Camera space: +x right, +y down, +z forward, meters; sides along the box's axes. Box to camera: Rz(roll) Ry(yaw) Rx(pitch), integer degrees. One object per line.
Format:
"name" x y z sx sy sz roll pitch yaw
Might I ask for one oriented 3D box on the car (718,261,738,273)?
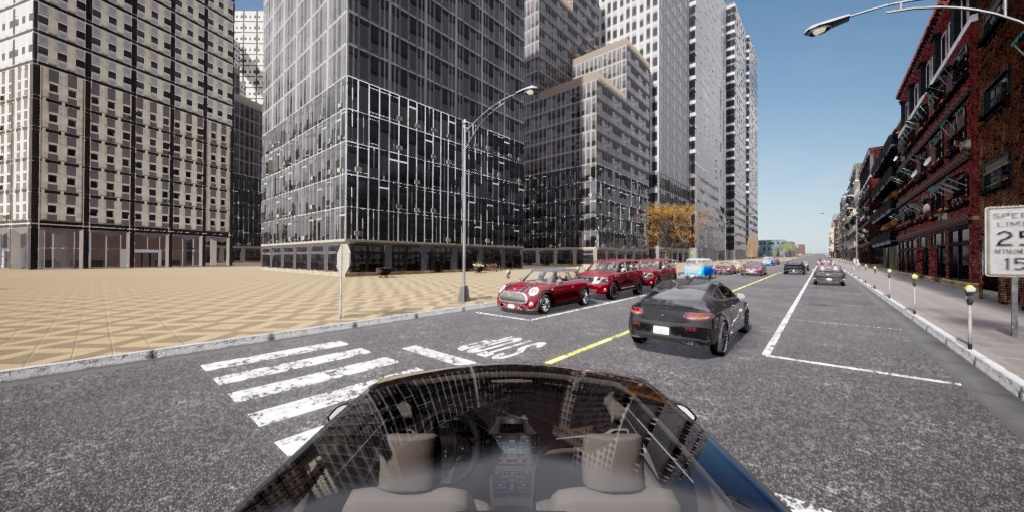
"car" 23.465 1.331 39.377 1.802 1.307 4.207 0 0 41

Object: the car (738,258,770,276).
"car" 25.196 1.275 37.269 1.812 1.442 4.674 0 0 41

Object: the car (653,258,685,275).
"car" 8.670 1.070 22.311 2.192 1.841 5.009 0 0 41

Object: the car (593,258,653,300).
"car" 4.971 1.069 18.044 2.192 1.841 5.009 0 0 41

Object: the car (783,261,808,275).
"car" 31.163 1.250 39.437 1.837 1.490 4.892 0 0 41

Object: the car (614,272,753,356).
"car" 4.405 1.278 8.705 1.812 1.442 4.674 0 0 41

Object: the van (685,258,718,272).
"van" 16.067 1.095 30.844 1.690 1.789 3.998 0 0 41

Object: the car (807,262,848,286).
"car" 22.413 1.304 25.369 2.007 1.370 4.403 0 0 41

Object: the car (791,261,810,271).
"car" 39.299 1.333 48.826 1.895 1.301 4.718 0 0 41

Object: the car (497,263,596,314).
"car" 1.273 1.193 13.778 1.967 1.591 4.097 0 0 41
